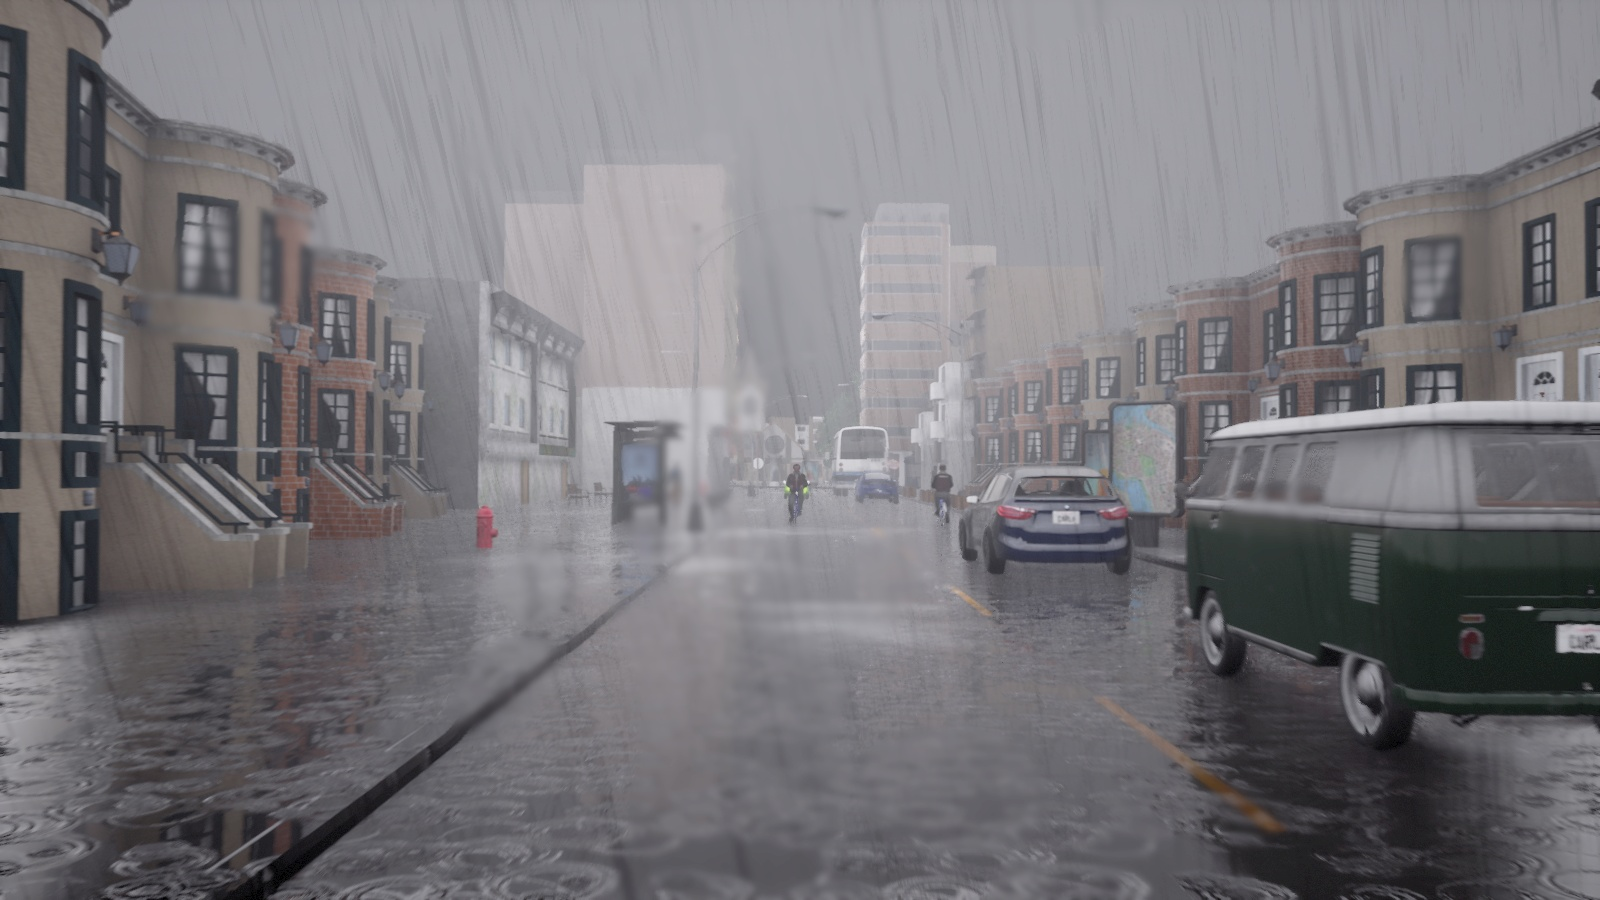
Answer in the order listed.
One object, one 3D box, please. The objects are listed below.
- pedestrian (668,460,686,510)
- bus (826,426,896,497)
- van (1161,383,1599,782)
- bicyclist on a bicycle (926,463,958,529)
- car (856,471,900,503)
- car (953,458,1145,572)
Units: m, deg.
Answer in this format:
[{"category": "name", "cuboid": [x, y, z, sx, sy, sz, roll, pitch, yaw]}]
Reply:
[{"category": "pedestrian", "cuboid": [-4.784, 1.366, 49.004, 0.423, 1.949, 0.788, -1, -1, 18]}, {"category": "bus", "cuboid": [3.769, 0.779, 80.802, 3.944, 4.253, 10.273, 0, -1, 0]}, {"category": "van", "cuboid": [3.980, 0.694, 8.485, 1.775, 1.987, 4.442, 0, -1, 0]}, {"category": "bicyclist on a bicycle", "cuboid": [3.919, 1.252, 34.708, 0.659, 1.776, 1.843, 0, -1, 0]}, {"category": "car", "cuboid": [3.847, 1.831, 62.795, 1.882, 1.535, 5.008, 0, -1, 0]}, {"category": "car", "cuboid": [3.951, 0.993, 20.834, 2.242, 1.667, 4.611, 0, -1, 0]}]
